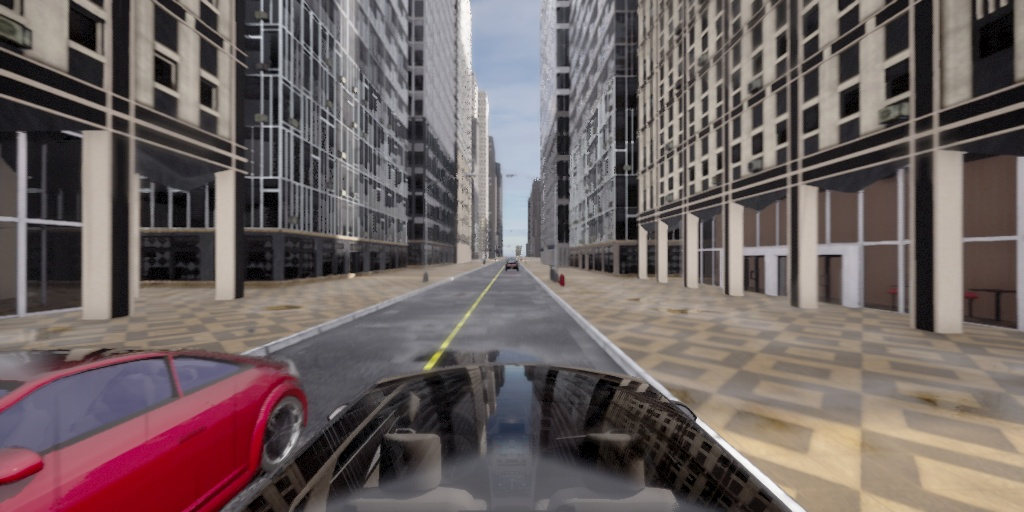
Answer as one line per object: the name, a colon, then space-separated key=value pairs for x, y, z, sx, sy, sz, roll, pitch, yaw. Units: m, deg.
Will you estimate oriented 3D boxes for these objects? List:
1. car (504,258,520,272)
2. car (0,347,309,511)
car: x=-0.007 y=1.244 z=46.934 sx=1.837 sy=1.490 sz=4.892 roll=0 pitch=0 yaw=0
car: x=-3.086 y=1.315 z=1.976 sx=1.994 sy=1.385 sz=4.181 roll=0 pitch=0 yaw=0
